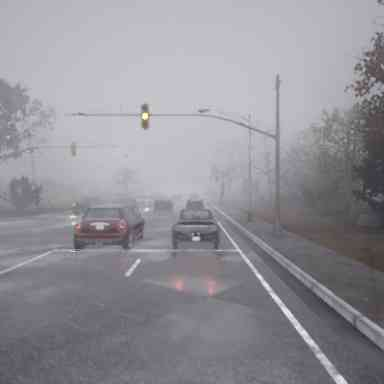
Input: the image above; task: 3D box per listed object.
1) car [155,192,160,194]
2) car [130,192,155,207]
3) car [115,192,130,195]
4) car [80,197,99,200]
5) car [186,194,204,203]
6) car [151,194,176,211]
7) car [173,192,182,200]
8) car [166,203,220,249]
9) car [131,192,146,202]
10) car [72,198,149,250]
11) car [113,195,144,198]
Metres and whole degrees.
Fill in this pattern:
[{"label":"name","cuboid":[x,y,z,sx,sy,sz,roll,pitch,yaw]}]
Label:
[{"label":"car","cuboid":[-6.656,0.883,61.051,2.097,1.767,4.553,0,3,1]},{"label":"car","cuboid":[-6.800,1.223,46.264,2.097,1.767,4.553,0,0,0]},{"label":"car","cuboid":[-10.270,1.079,48.878,2.150,2.045,5.566,0,0,1]},{"label":"car","cuboid":[-10.402,1.257,33.544,2.097,1.767,4.553,0,0,1]},{"label":"car","cuboid":[0.327,1.367,38.187,1.882,1.535,5.008,0,0,0]},{"label":"car","cuboid":[-3.176,1.368,37.973,1.882,1.535,5.008,0,0,0]},{"label":"car","cuboid":[-3.064,0.799,65.849,1.812,1.442,4.674,0,3,1]},{"label":"car","cuboid":[0.161,1.450,14.399,2.128,1.511,4.902,0,0,0]},{"label":"car","cuboid":[-10.124,0.900,63.169,1.882,1.535,5.008,0,4,1]},{"label":"car","cuboid":[-3.339,1.310,14.205,2.097,1.767,4.553,0,0,0]},{"label":"car","cuboid":[-6.888,1.389,35.663,2.128,1.511,4.902,0,0,0]}]
